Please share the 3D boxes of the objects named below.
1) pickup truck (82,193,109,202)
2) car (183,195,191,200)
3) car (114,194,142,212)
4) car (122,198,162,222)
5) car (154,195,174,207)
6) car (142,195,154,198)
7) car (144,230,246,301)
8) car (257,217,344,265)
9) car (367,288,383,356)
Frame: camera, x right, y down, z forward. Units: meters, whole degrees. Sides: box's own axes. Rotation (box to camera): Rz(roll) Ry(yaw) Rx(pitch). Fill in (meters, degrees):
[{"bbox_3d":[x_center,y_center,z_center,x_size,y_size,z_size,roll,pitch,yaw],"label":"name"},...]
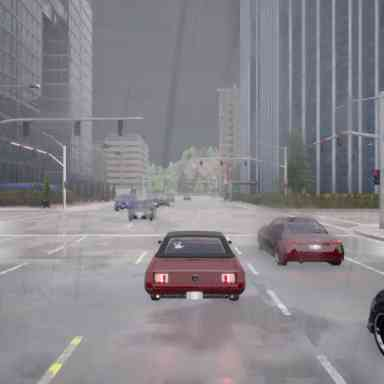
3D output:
[{"bbox_3d":[-21.197,1.059,73.336,2.390,2.098,6.274,0,0,30],"label":"pickup truck"},{"bbox_3d":[-1.295,1.553,88.561,1.994,1.385,4.181,0,0,-1],"label":"car"},{"bbox_3d":[-7.629,1.222,39.310,2.150,2.045,5.566,0,0,-1],"label":"car"},{"bbox_3d":[-3.824,1.491,26.303,2.128,1.511,4.902,0,0,-1],"label":"car"},{"bbox_3d":[-4.350,1.546,51.564,2.033,1.411,5.357,0,0,-1],"label":"car"},{"bbox_3d":[-7.889,1.526,54.795,1.812,1.442,4.674,0,0,-1],"label":"car"},{"bbox_3d":[0.071,1.601,8.289,1.895,1.301,4.718,0,0,0],"label":"car"},{"bbox_3d":[3.577,1.564,11.647,1.994,1.385,4.181,0,0,0],"label":"car"},{"bbox_3d":[3.608,1.564,3.236,1.994,1.385,4.181,0,0,-1],"label":"car"}]
